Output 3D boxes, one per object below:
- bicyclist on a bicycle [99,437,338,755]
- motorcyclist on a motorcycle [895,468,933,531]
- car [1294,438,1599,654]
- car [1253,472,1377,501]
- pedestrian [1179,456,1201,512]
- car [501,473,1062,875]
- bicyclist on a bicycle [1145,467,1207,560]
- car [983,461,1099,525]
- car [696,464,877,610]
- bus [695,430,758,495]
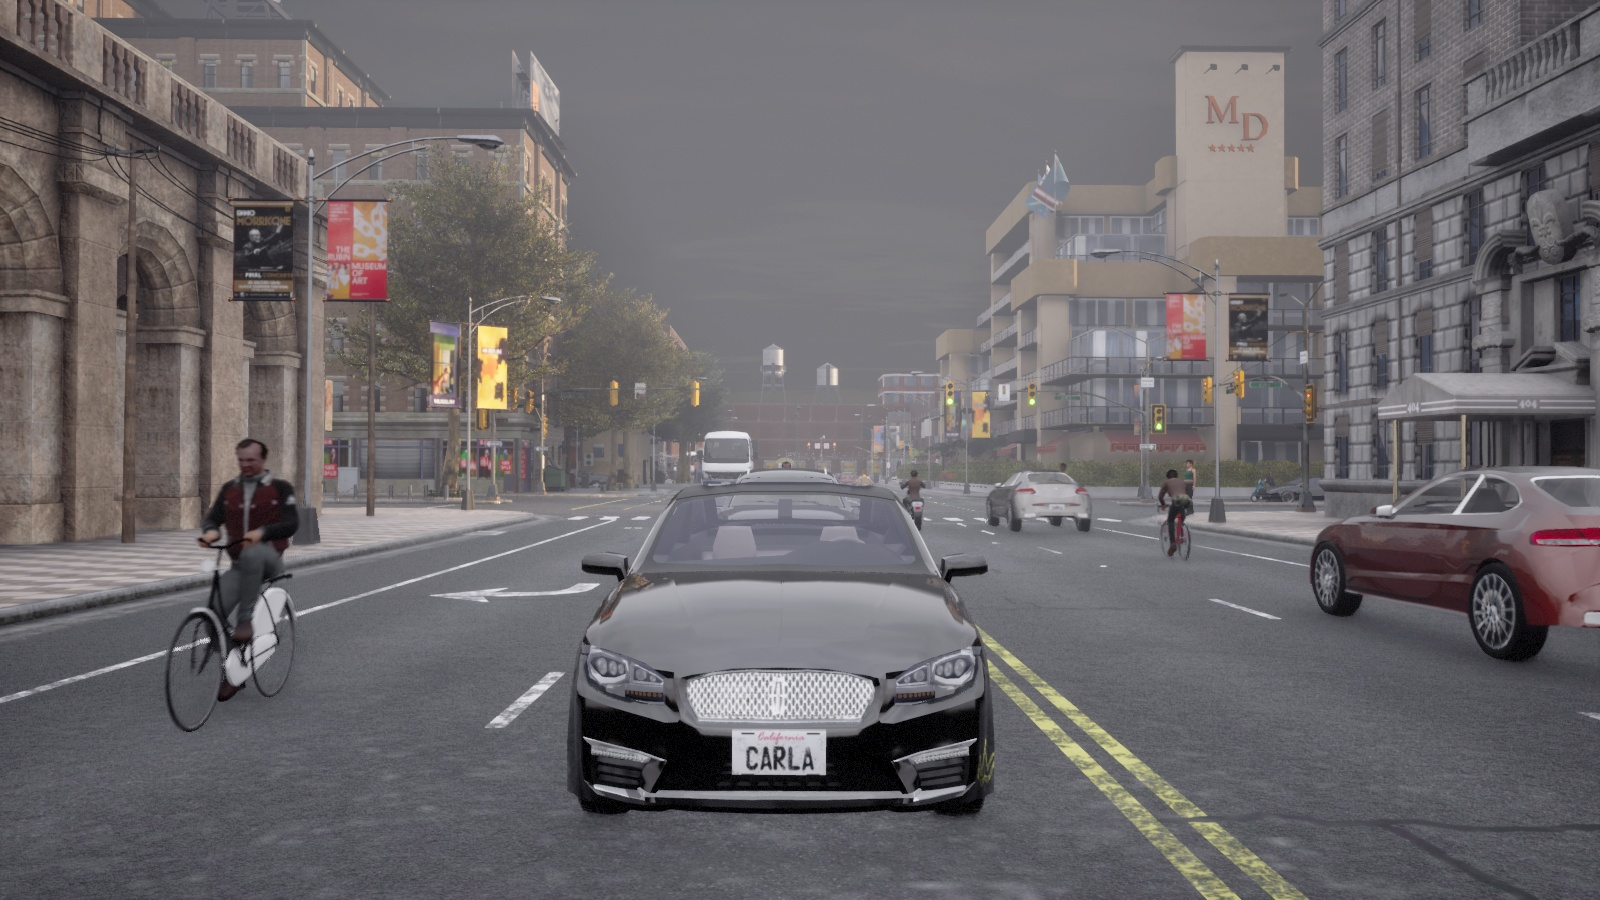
[{"bbox_3d":[-3.593,0.833,7.952,0.659,1.776,1.843,0,-1,0],"label":"bicyclist on a bicycle"},{"bbox_3d":[3.068,1.323,34.061,0.766,1.649,2.350,0,-1,-1],"label":"motorcyclist on a motorcycle"},{"bbox_3d":[6.871,0.770,12.156,2.152,1.651,5.027,0,-1,-1],"label":"car"},{"bbox_3d":[25.783,1.814,63.007,5.357,1.411,2.033,0,-1,-1],"label":"car"},{"bbox_3d":[12.871,1.114,41.451,0.594,1.836,0.345,0,-1,-17],"label":"pedestrian"},{"bbox_3d":[-0.075,0.892,7.228,2.128,1.511,4.902,0,-1,0],"label":"car"},{"bbox_3d":[6.774,1.121,22.700,0.582,1.620,1.656,0,-1,-1],"label":"bicyclist on a bicycle"},{"bbox_3d":[6.554,1.150,34.802,2.152,1.651,5.027,0,-1,-1],"label":"car"},{"bbox_3d":[-0.165,1.024,16.622,2.033,1.649,4.856,0,-1,0],"label":"car"},{"bbox_3d":[-4.931,0.914,86.961,3.944,4.253,10.273,0,-1,-1],"label":"bus"}]
